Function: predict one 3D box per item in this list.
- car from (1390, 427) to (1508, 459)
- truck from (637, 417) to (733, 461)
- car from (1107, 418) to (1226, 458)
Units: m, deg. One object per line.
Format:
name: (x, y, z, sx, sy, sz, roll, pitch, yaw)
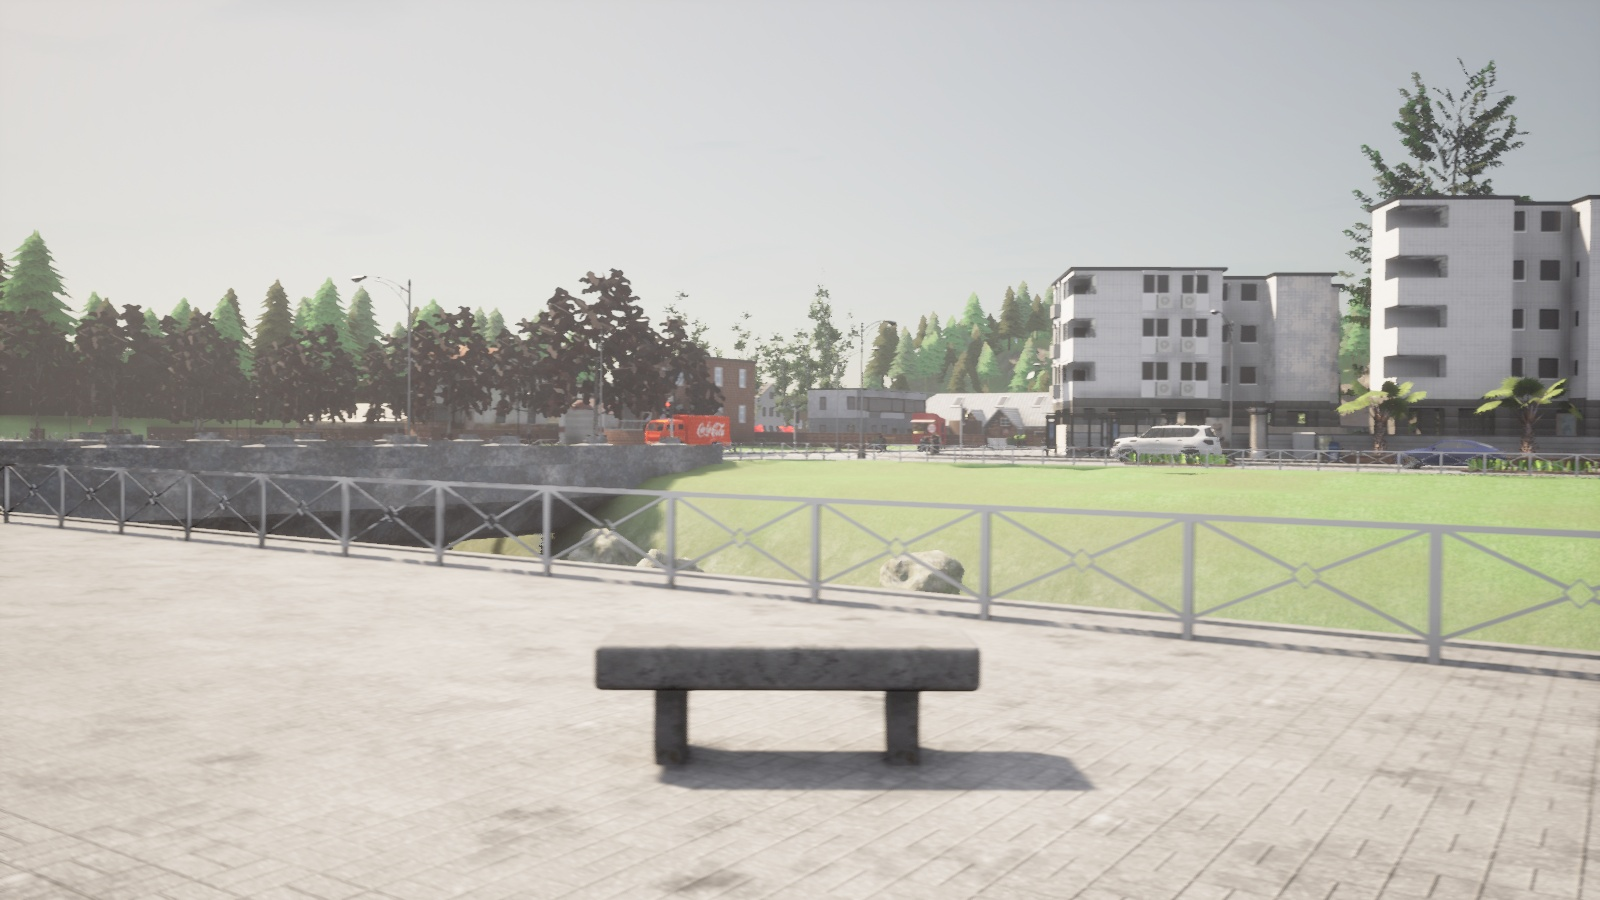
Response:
car: (30.117, -0.311, 58.299, 4.674, 1.442, 1.812, 0, 1, 34)
truck: (-6.691, -0.696, 73.363, 2.627, 2.467, 5.204, 1, 2, 42)
car: (19.113, -0.618, 65.608, 5.566, 2.045, 2.150, 0, 1, 34)
